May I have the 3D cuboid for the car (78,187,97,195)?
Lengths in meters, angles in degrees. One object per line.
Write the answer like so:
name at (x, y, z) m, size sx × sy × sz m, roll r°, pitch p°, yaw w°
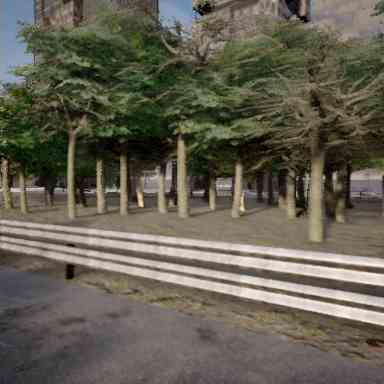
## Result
car at (-20.302, -0.194, 66.870) m, size 5.366 × 1.575 × 1.801 m, roll 0°, pitch 1°, yaw 3°
